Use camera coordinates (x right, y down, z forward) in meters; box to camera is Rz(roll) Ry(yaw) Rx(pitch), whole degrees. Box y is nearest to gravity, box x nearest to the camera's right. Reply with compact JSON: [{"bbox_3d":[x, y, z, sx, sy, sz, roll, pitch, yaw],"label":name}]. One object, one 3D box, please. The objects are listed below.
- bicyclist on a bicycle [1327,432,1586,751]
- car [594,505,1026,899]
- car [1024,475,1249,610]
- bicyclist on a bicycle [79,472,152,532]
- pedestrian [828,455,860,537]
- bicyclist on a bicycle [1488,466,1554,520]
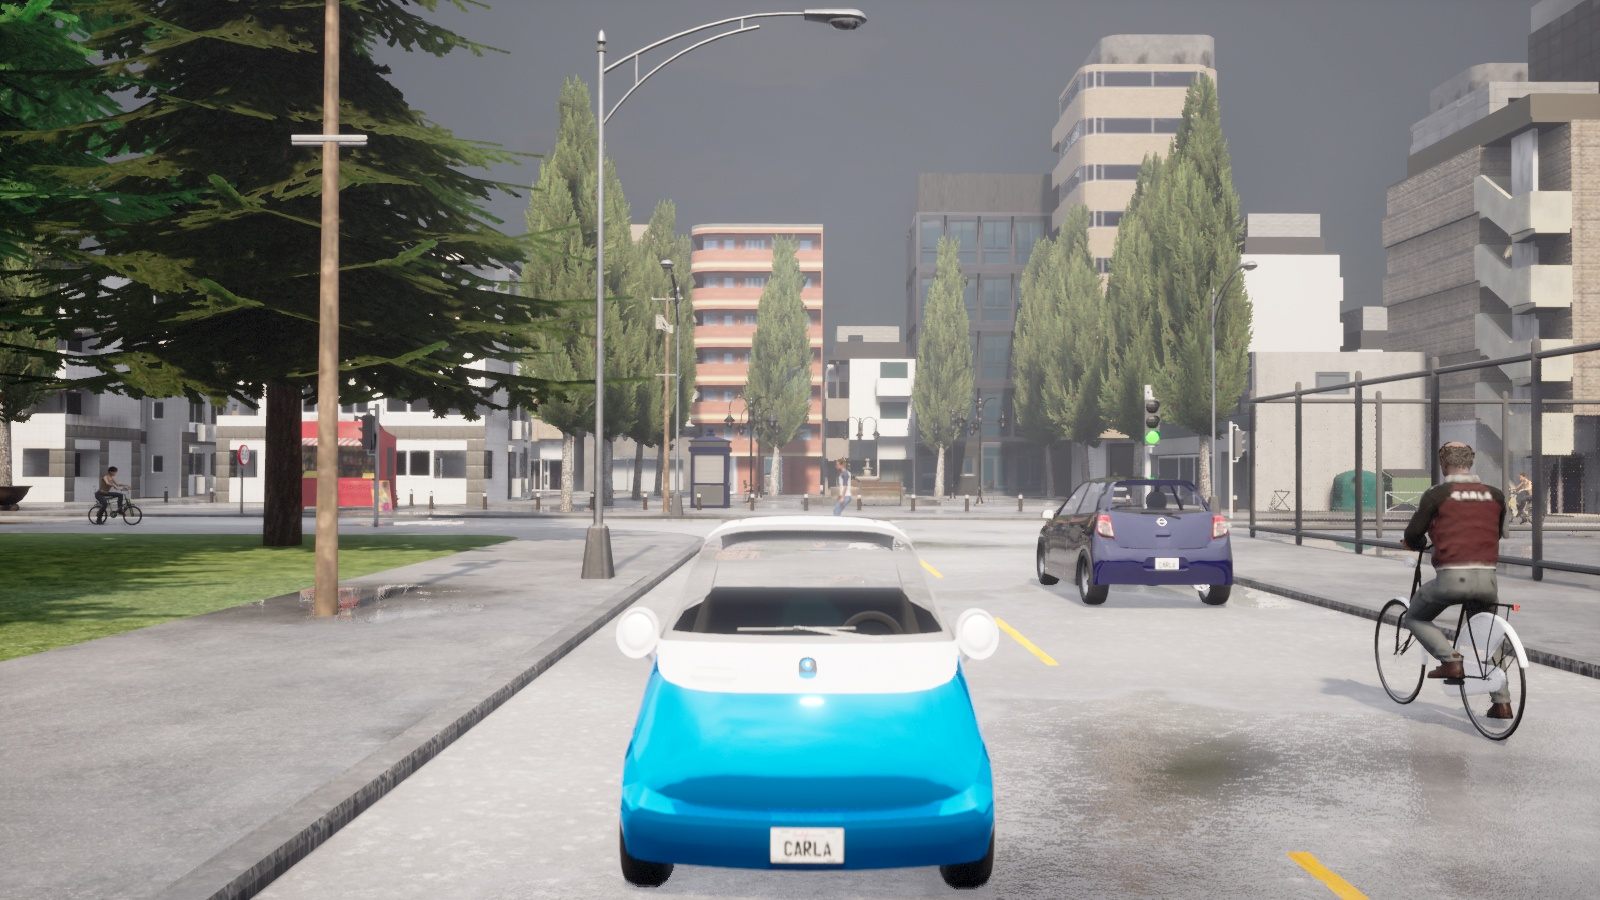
[{"bbox_3d":[4.050,0.802,7.933,0.659,1.776,1.843,0,-1,0],"label":"bicyclist on a bicycle"},{"bbox_3d":[0.039,0.962,5.425,1.481,1.376,2.207,0,-1,0],"label":"car"},{"bbox_3d":[4.115,1.080,15.977,1.845,1.501,3.633,0,-1,-1],"label":"car"},{"bbox_3d":[-18.738,1.402,34.391,1.509,1.612,0.866,0,-1,1],"label":"bicyclist on a bicycle"},{"bbox_3d":[0.997,1.033,28.394,0.706,1.836,0.354,0,-1,0],"label":"pedestrian"},{"bbox_3d":[21.948,1.304,38.248,1.509,1.612,0.866,0,-1,0],"label":"bicyclist on a bicycle"}]
